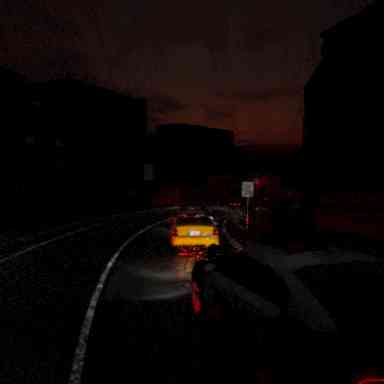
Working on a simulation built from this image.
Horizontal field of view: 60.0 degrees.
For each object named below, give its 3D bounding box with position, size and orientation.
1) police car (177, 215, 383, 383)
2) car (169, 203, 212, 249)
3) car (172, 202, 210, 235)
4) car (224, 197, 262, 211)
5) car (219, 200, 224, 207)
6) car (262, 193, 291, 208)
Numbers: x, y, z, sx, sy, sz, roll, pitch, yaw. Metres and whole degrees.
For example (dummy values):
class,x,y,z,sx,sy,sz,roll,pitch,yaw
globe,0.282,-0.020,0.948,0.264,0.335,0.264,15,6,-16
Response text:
class,x,y,z,sx,sy,sz,roll,pitch,yaw
police car,1.309,1.367,4.611,1.930,1.638,5.238,-1,0,-14
car,-0.012,1.396,14.062,1.801,1.575,5.366,0,0,-3
car,0.081,1.443,19.557,1.837,1.490,4.892,1,0,4
car,6.491,1.537,41.890,2.033,1.411,5.357,3,1,33
car,5.762,1.442,46.744,1.895,1.301,4.718,4,2,36
car,12.684,1.291,50.097,5.566,2.045,2.150,1,3,-42
